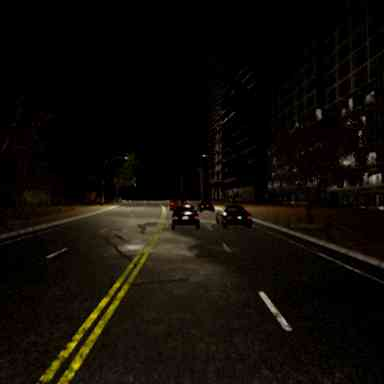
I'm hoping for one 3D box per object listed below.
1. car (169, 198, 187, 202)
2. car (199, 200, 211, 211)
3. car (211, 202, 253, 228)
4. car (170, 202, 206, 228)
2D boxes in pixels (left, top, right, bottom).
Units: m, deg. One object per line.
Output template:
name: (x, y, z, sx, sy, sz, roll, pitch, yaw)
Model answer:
car: (-1.690, 1.515, 41.016, 2.097, 1.767, 4.553, 0, 0, -5)
car: (1.596, 1.720, 40.896, 2.033, 1.411, 5.357, 0, 0, -5)
car: (2.775, 1.630, 22.750, 2.033, 1.411, 5.357, 0, 0, -3)
car: (-0.471, 1.625, 22.632, 2.033, 1.411, 5.357, 0, 0, -3)
